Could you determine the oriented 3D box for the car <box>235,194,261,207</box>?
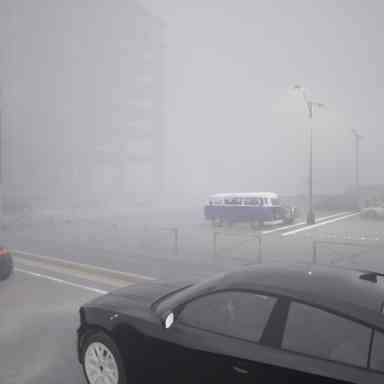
[{"bbox_3d":[10.533,1.545,62.309,1.895,1.301,4.718,0,0,35],"label":"car"}]

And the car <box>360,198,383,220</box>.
[{"bbox_3d":[14.728,1.395,24.730,3.806,1.475,1.970,0,0,36],"label":"car"}]

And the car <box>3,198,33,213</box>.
[{"bbox_3d":[-18.750,1.422,33.555,1.882,1.535,5.008,0,0,36],"label":"car"}]

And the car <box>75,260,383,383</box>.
[{"bbox_3d":[0.865,1.478,3.378,5.008,1.535,1.882,0,0,36],"label":"car"}]

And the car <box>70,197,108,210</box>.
[{"bbox_3d":[-12.906,1.422,41.759,1.882,1.535,5.008,0,0,35],"label":"car"}]

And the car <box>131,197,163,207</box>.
[{"bbox_3d":[-6.741,1.492,50.415,2.033,1.411,5.357,0,0,36],"label":"car"}]

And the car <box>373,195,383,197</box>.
[{"bbox_3d":[17.953,1.153,29.282,4.605,1.855,1.932,0,0,36],"label":"car"}]

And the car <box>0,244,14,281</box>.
[{"bbox_3d":[-6.456,1.564,8.588,4.181,1.385,1.994,0,0,36],"label":"car"}]
